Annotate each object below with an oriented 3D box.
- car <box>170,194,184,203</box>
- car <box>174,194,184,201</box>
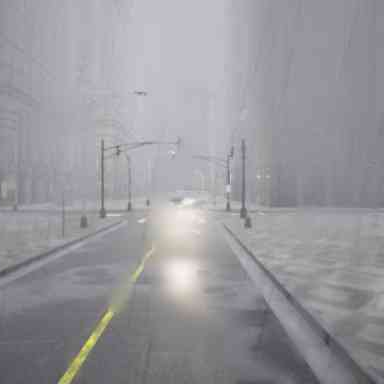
[{"bbox_3d":[-2.937,1.353,60.045,1.895,1.301,4.718,0,0,1],"label":"car"},{"bbox_3d":[-2.889,1.242,75.396,1.994,1.385,4.181,0,0,0],"label":"car"}]
